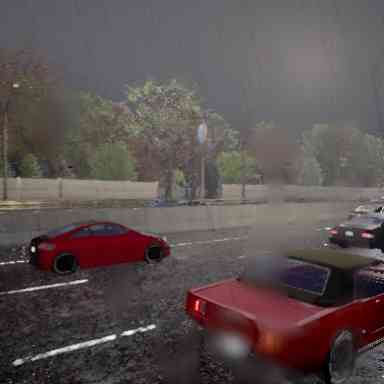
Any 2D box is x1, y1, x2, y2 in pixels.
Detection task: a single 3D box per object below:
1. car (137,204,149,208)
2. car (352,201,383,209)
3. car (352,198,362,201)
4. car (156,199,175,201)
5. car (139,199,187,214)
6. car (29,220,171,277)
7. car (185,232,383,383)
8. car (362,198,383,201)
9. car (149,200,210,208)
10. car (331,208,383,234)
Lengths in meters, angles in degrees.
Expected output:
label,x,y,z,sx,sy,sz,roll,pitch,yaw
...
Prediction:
label,x,y,z,sx,sy,sz,roll,pitch,yaw
car,-2.826,1.541,31.979,5.357,1.411,2.033,0,0,-35
car,11.580,1.511,20.481,4.902,1.511,2.128,0,0,-35
car,30.791,1.693,59.882,4.718,1.301,1.895,0,0,-35
car,-0.467,1.503,29.356,4.892,1.490,1.837,0,0,-35
car,-3.081,1.498,36.079,4.892,1.490,1.837,0,0,-35
car,-2.746,1.558,10.367,4.181,1.385,1.994,0,0,-35
car,2.326,1.604,5.375,4.718,1.301,1.895,0,0,-35
car,31.019,1.656,55.775,4.181,1.385,1.994,0,0,-35
car,-0.694,1.562,24.912,4.181,1.385,1.994,0,0,-35
car,7.750,1.560,13.497,5.357,1.411,2.033,0,0,-35
